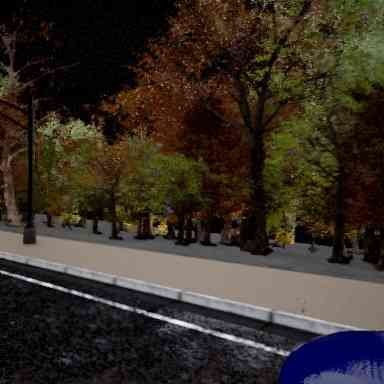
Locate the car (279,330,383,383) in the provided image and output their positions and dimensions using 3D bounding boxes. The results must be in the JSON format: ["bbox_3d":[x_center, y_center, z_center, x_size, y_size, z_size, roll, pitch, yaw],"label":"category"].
[{"bbox_3d":[2.772,1.525,1.709,4.674,1.442,1.812,0,0,35],"label":"car"}]
